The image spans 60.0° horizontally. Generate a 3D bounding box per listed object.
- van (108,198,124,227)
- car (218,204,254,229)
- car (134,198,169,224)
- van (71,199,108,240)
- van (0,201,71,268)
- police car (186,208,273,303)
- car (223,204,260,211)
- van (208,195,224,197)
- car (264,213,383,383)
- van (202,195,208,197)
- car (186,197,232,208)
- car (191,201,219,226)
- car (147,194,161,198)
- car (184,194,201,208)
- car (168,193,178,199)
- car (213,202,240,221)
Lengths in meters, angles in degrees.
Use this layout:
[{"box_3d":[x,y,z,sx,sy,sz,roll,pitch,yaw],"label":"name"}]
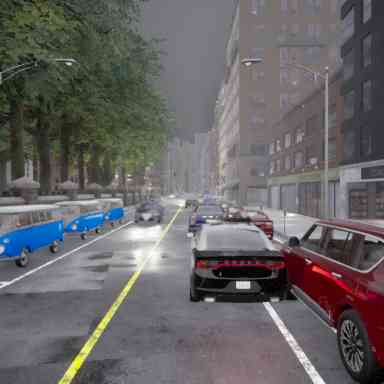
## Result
[{"box_3d":[-5.689,1.329,22.286,1.690,1.788,3.998,0,0,0],"label":"van"},{"box_3d":[2.837,1.570,22.321,1.802,1.307,4.206,0,0,0],"label":"car"},{"box_3d":[-3.020,1.477,24.491,2.128,1.511,4.902,0,0,0],"label":"car"},{"box_3d":[-5.684,1.334,16.628,1.690,1.788,3.998,0,0,0],"label":"van"},{"box_3d":[-5.679,1.337,10.970,1.690,1.788,3.998,0,0,0],"label":"van"},{"box_3d":[0.894,1.423,8.402,1.930,1.638,5.238,0,0,0],"label":"police car"},{"box_3d":[2.842,1.538,16.661,1.887,1.381,4.507,0,0,0],"label":"car"},{"box_3d":[2.827,1.317,33.642,1.690,1.788,3.998,0,0,0],"label":"van"},{"box_3d":[2.850,1.314,5.340,2.192,1.841,5.009,0,0,0],"label":"car"},{"box_3d":[2.812,1.291,50.623,1.690,1.788,3.998,0,0,0],"label":"van"},{"box_3d":[0.864,1.343,18.262,2.097,1.767,4.553,0,0,0],"label":"car"},{"box_3d":[0.880,1.492,24.292,1.837,1.490,4.892,0,0,0],"label":"car"},{"box_3d":[-5.713,1.265,50.576,2.192,1.841,5.009,0,0,0],"label":"car"},{"box_3d":[-0.012,1.462,46.111,1.837,1.490,4.892,0,0,0],"label":"car"},{"box_3d":[-5.751,1.381,94.095,1.752,1.417,4.829,0,0,0],"label":"car"},{"box_3d":[2.832,1.564,27.982,1.802,1.307,4.206,0,0,0],"label":"car"}]
